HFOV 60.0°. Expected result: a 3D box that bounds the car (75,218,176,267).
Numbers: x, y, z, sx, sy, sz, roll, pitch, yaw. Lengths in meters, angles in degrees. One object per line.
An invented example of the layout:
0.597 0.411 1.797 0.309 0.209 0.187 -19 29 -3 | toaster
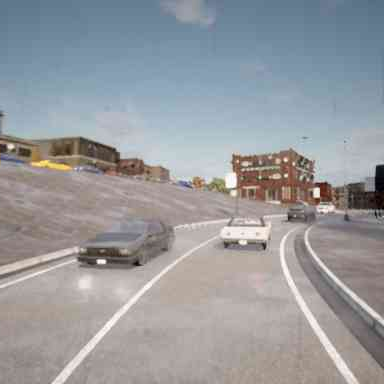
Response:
-2.055 1.666 12.209 2.033 1.411 5.357 0 -1 12 | car

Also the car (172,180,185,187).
-3.832 -1.418 63.996 2.185 1.767 4.553 -1 -4 24 | car

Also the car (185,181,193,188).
-1.620 -1.174 69.147 2.435 2.045 5.566 -1 -4 23 | car

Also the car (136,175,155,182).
-8.488 -1.913 53.978 2.002 1.452 4.674 -1 -4 27 | car

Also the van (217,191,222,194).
6.058 0.562 89.968 1.878 1.987 4.442 -1 -5 19 | van

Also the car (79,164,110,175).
-13.652 -2.718 44.017 2.185 1.767 4.553 -2 -4 29 | car

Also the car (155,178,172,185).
-6.149 -1.639 58.862 2.231 1.521 4.892 -1 -4 26 | car

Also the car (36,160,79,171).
-16.350 -2.902 39.199 2.097 1.535 5.008 -2 -4 30 | car

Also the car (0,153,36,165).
-19.162 -3.171 34.423 2.002 1.452 4.674 -2 -4 32 | car

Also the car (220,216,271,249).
2.674 1.759 15.496 1.895 1.301 4.718 -1 -1 16 | car

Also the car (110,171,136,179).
-10.975 -2.238 49.061 2.163 1.488 4.792 -1 -4 28 | car

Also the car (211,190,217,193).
4.233 0.356 84.596 2.002 1.452 4.674 -1 -5 19 | car

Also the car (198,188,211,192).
2.375 -0.082 79.392 2.002 1.452 4.674 -1 -5 21 | car

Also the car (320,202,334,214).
22.438 2.733 56.209 2.150 2.045 5.566 -2 -3 34 | car

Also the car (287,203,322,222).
10.619 2.023 32.072 2.128 1.511 4.902 -2 -2 32 | car
